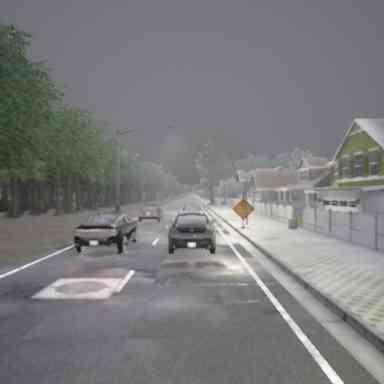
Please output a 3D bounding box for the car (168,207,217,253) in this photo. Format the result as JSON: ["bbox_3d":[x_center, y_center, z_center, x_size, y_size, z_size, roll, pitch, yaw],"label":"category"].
[{"bbox_3d":[0.000,1.637,14.299,1.837,1.490,4.892,0,0,0],"label":"car"}]

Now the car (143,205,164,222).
[{"bbox_3d":[-3.505,1.803,28.991,2.033,1.411,5.357,0,0,0],"label":"car"}]

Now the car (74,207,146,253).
[{"bbox_3d":[-3.500,1.622,14.294,2.128,1.511,4.902,0,0,0],"label":"car"}]

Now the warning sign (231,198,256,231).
[{"bbox_3d":[3.044,1.291,19.662,1.300,1.860,1.060,0,-1,0],"label":"warning sign"}]
